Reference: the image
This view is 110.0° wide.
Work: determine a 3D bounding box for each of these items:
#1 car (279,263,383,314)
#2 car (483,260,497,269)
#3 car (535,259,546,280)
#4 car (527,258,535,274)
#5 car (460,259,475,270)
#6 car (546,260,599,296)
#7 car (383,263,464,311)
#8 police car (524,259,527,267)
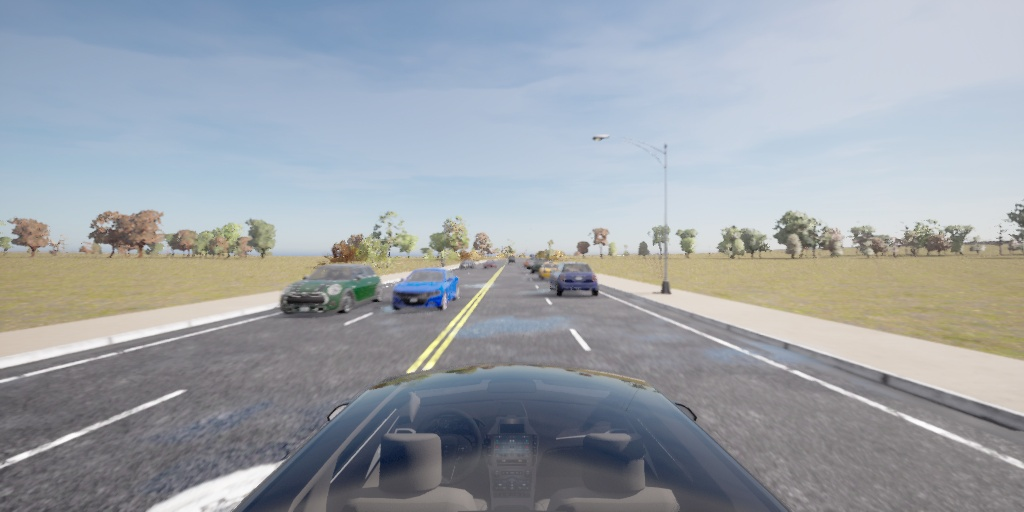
[{"bbox_3d":[-6.600,1.103,13.640,2.097,1.767,4.553,0,0,0],"label":"car"},{"bbox_3d":[-3.317,1.311,54.856,1.994,1.385,4.181,0,0,1],"label":"car"},{"bbox_3d":[3.239,1.207,30.776,1.801,1.575,5.366,0,0,0],"label":"car"},{"bbox_3d":[3.234,1.102,41.567,2.097,1.767,4.553,0,0,0],"label":"car"},{"bbox_3d":[-6.570,1.239,53.422,2.128,1.511,4.902,0,0,0],"label":"car"},{"bbox_3d":[3.243,1.103,19.556,2.097,1.767,4.553,0,0,0],"label":"car"},{"bbox_3d":[-3.351,1.228,14.703,1.882,1.535,5.008,0,0,0],"label":"car"},{"bbox_3d":[3.232,1.253,52.586,2.038,1.542,4.974,0,0,0],"label":"police car"}]
